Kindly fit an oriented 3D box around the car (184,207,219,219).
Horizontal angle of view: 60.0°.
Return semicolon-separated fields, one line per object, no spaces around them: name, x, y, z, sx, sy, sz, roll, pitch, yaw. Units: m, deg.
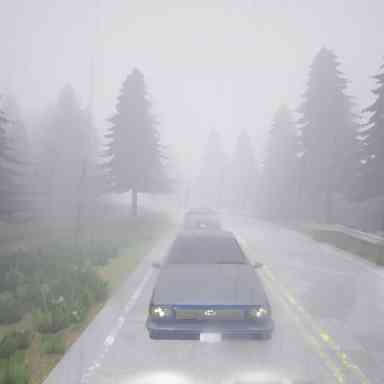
car;0.519;1.584;19.266;1.994;1.385;4.181;0;0;-2

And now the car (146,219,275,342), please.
car;0.302;1.558;7.101;2.033;1.411;5.357;0;0;1
